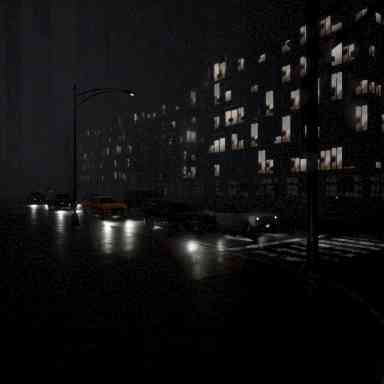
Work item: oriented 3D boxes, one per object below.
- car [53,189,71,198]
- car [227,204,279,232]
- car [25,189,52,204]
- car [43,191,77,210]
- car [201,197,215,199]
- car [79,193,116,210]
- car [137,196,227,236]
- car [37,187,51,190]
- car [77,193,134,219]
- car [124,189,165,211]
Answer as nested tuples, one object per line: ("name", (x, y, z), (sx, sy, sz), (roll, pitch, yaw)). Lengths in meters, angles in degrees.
("car", (-25.542, 0.244, 65.158), (1.882, 1.535, 5.008), (0, 1, -38))
("car", (2.464, 1.368, 18.554), (1.895, 1.301, 4.718), (0, 1, -39))
("car", (-19.193, 0.707, 40.968), (1.837, 1.490, 4.892), (0, 1, -37))
("car", (-12.828, 0.898, 32.755), (1.837, 1.490, 4.892), (0, 1, -38))
("car", (1.029, 1.163, 31.161), (1.895, 1.301, 4.718), (0, 1, -38))
("car", (-9.737, 0.883, 34.087), (1.882, 1.535, 5.008), (0, 1, -38))
("car", (-0.704, 1.231, 17.297), (1.882, 1.535, 5.008), (0, 1, -37))
("car", (-28.548, -0.025, 63.726), (2.150, 2.045, 5.566), (0, 1, -38))
("car", (-6.551, 1.058, 24.742), (1.882, 1.535, 5.008), (0, 1, -38))
("car", (-3.569, 0.810, 26.206), (2.150, 2.045, 5.566), (0, 1, -38))
